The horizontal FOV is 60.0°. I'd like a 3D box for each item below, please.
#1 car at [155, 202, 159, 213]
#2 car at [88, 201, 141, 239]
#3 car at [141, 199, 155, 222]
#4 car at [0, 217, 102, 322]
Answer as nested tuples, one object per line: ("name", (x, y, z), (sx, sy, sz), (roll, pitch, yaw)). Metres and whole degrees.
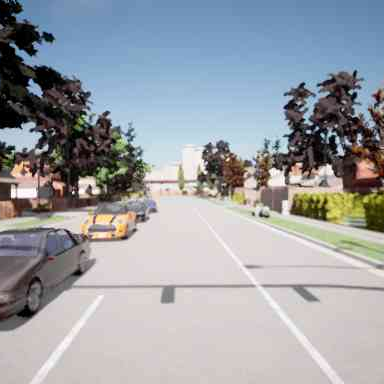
("car", (-4.791, 1.560, 36.891), (1.812, 1.442, 4.674), (0, 0, -2))
("car", (-4.150, 1.377, 17.263), (2.097, 1.767, 4.553), (0, 0, -2))
("car", (-4.458, 1.521, 26.507), (2.128, 1.511, 4.902), (0, 0, -2))
("car", (-3.827, 1.568, 7.741), (2.033, 1.411, 5.357), (0, 0, -2))
